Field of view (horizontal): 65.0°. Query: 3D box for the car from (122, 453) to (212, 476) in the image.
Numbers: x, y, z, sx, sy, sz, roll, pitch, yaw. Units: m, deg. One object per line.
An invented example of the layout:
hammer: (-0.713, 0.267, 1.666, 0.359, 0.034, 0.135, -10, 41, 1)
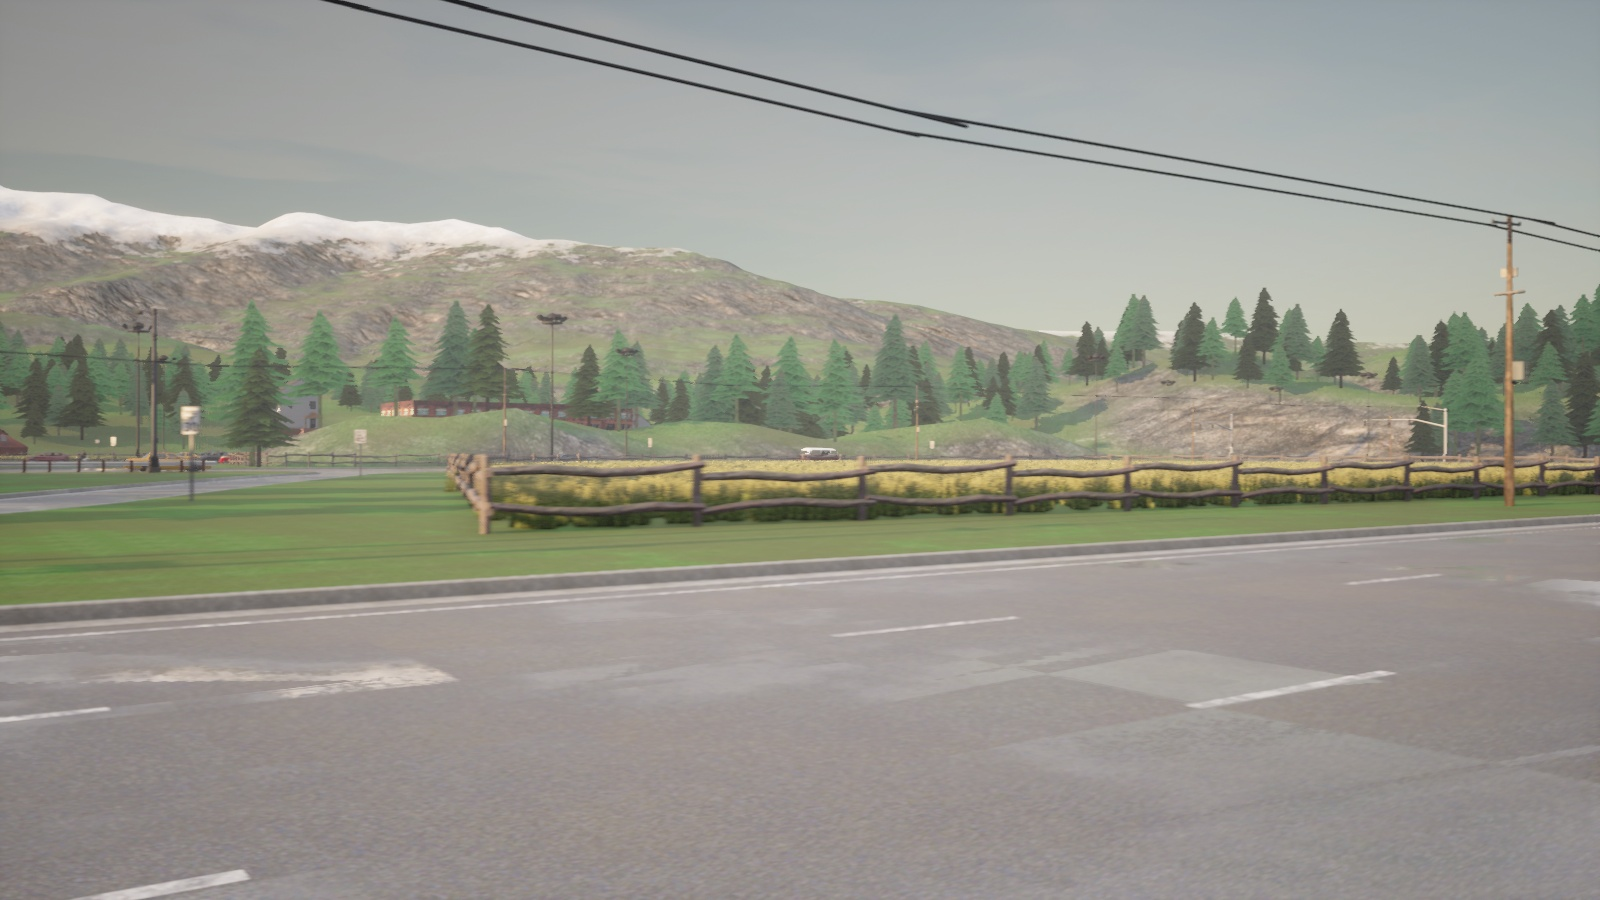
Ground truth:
car: (-43.543, 0.988, 86.432, 5.366, 1.575, 1.801, 0, 0, -35)
